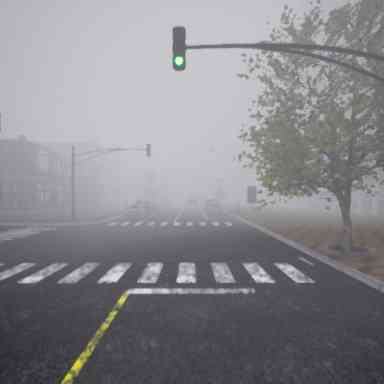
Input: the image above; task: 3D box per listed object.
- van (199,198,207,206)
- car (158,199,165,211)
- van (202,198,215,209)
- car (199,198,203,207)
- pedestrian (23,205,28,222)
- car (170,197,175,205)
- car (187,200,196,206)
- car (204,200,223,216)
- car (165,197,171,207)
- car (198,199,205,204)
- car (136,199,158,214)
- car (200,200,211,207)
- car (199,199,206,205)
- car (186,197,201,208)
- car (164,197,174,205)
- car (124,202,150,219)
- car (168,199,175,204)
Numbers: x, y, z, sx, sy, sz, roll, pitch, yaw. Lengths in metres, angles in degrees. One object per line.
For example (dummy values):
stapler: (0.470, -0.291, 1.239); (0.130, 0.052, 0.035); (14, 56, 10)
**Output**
van: (2.630, 2.241, 77.918); (1.690, 1.788, 3.998); (0, -1, 0)
car: (-5.729, 2.129, 50.153); (2.008, 1.369, 4.403); (0, -1, 0)
van: (2.657, 1.856, 44.614); (1.690, 1.788, 3.998); (0, -1, 0)
car: (2.647, 2.194, 55.713); (2.008, 1.369, 4.403); (0, -1, 0)
pedestrian: (-12.771, 1.611, 25.501); (0.375, 1.300, 0.375); (0, -2, -1)
car: (-5.752, 2.450, 77.906); (2.008, 1.369, 4.403); (0, -1, 0)
car: (-0.062, 2.413, 74.532); (1.994, 1.385, 4.181); (0, -1, 0)
car: (2.661, 1.978, 39.231); (1.752, 1.417, 4.829); (0, -1, 0)
car: (-5.743, 2.294, 66.635); (1.752, 1.417, 4.829); (0, -1, 0)
car: (2.614, 2.659, 94.568); (1.947, 1.339, 4.313); (0, -1, 0)
car: (-5.718, 1.765, 39.054); (2.192, 1.841, 5.009); (0, -1, 0)
car: (2.638, 2.337, 66.814); (1.947, 1.339, 4.313); (0, -1, 0)
car: (2.624, 2.491, 83.636); (1.752, 1.417, 4.829); (0, -1, 0)
car: (0.050, 1.958, 63.799); (2.150, 2.045, 5.566); (0, -1, 0)
car: (-5.756, 2.278, 83.459); (2.192, 1.841, 5.009); (0, -1, 0)
car: (-5.715, 1.968, 33.500); (1.802, 1.307, 4.206); (0, -1, 0)
car: (-5.766, 2.616, 94.389); (1.752, 1.417, 4.829); (0, -1, 0)
